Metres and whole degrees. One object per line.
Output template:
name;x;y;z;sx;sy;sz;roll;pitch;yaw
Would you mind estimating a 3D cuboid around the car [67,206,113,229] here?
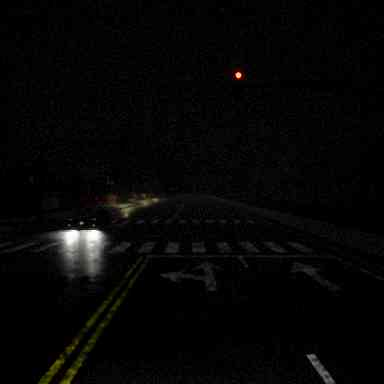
car;-6.458;1.608;21.399;1.994;1.385;4.181;0;0;0
